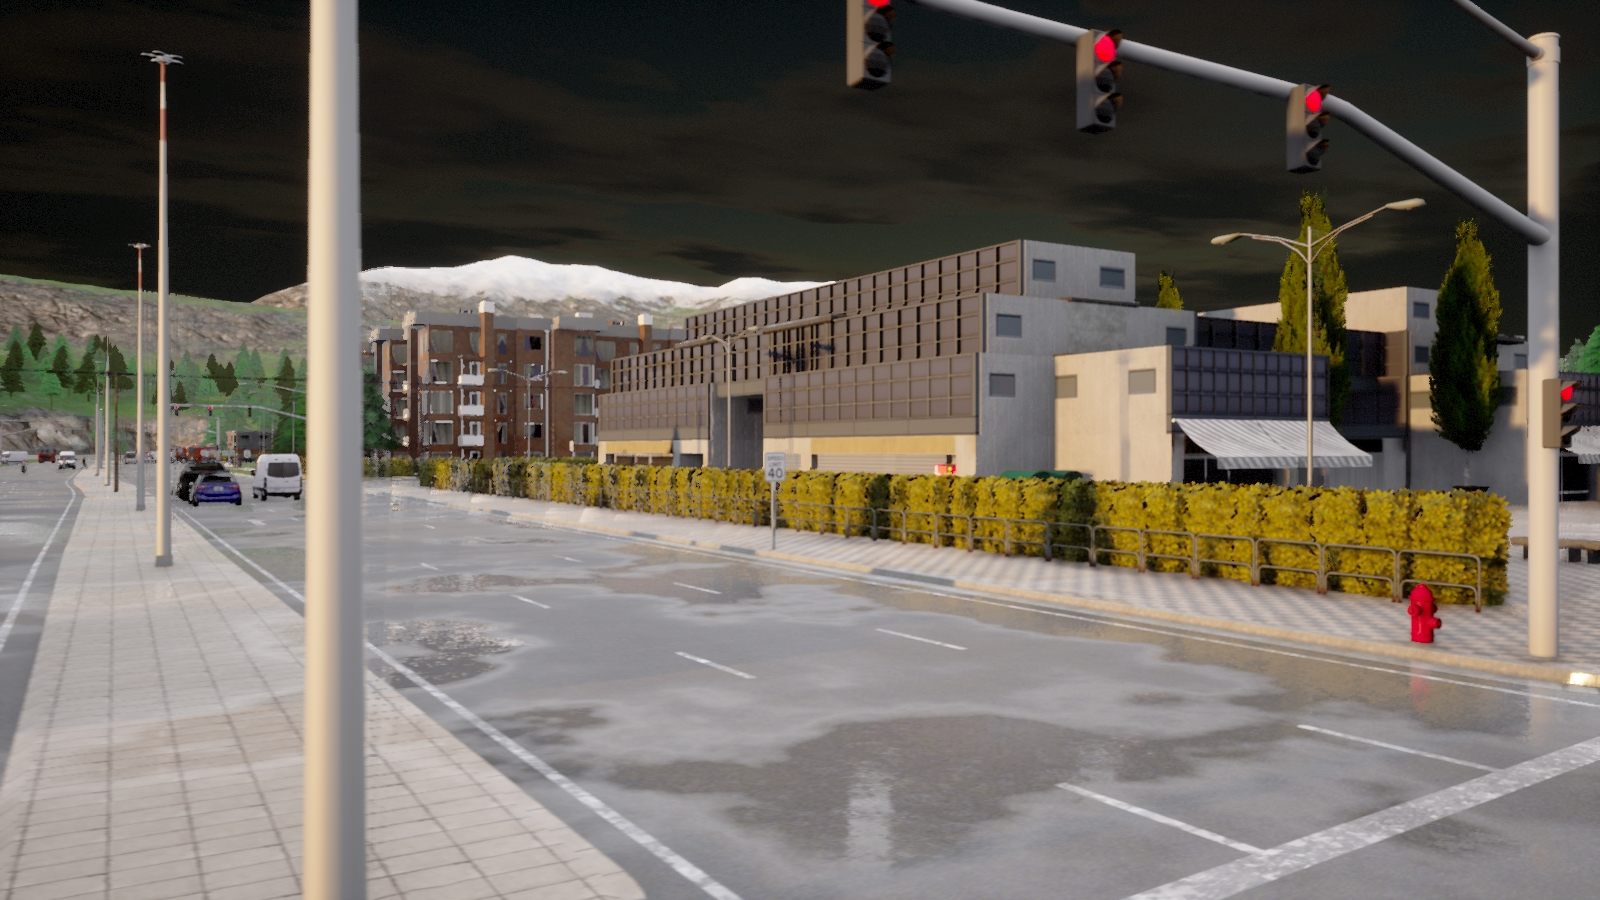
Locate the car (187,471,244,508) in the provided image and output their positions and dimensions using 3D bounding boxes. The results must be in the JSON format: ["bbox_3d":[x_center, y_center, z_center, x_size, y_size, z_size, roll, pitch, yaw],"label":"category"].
[{"bbox_3d":[-29.592,1.950,57.796,2.242,1.667,4.611,0,0,-31],"label":"car"}]

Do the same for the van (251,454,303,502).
[{"bbox_3d":[-29.454,1.511,64.258,1.988,2.561,5.915,0,0,-32],"label":"van"}]

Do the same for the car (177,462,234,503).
[{"bbox_3d":[-33.275,1.736,63.814,2.390,2.098,6.274,0,0,-31],"label":"car"}]
